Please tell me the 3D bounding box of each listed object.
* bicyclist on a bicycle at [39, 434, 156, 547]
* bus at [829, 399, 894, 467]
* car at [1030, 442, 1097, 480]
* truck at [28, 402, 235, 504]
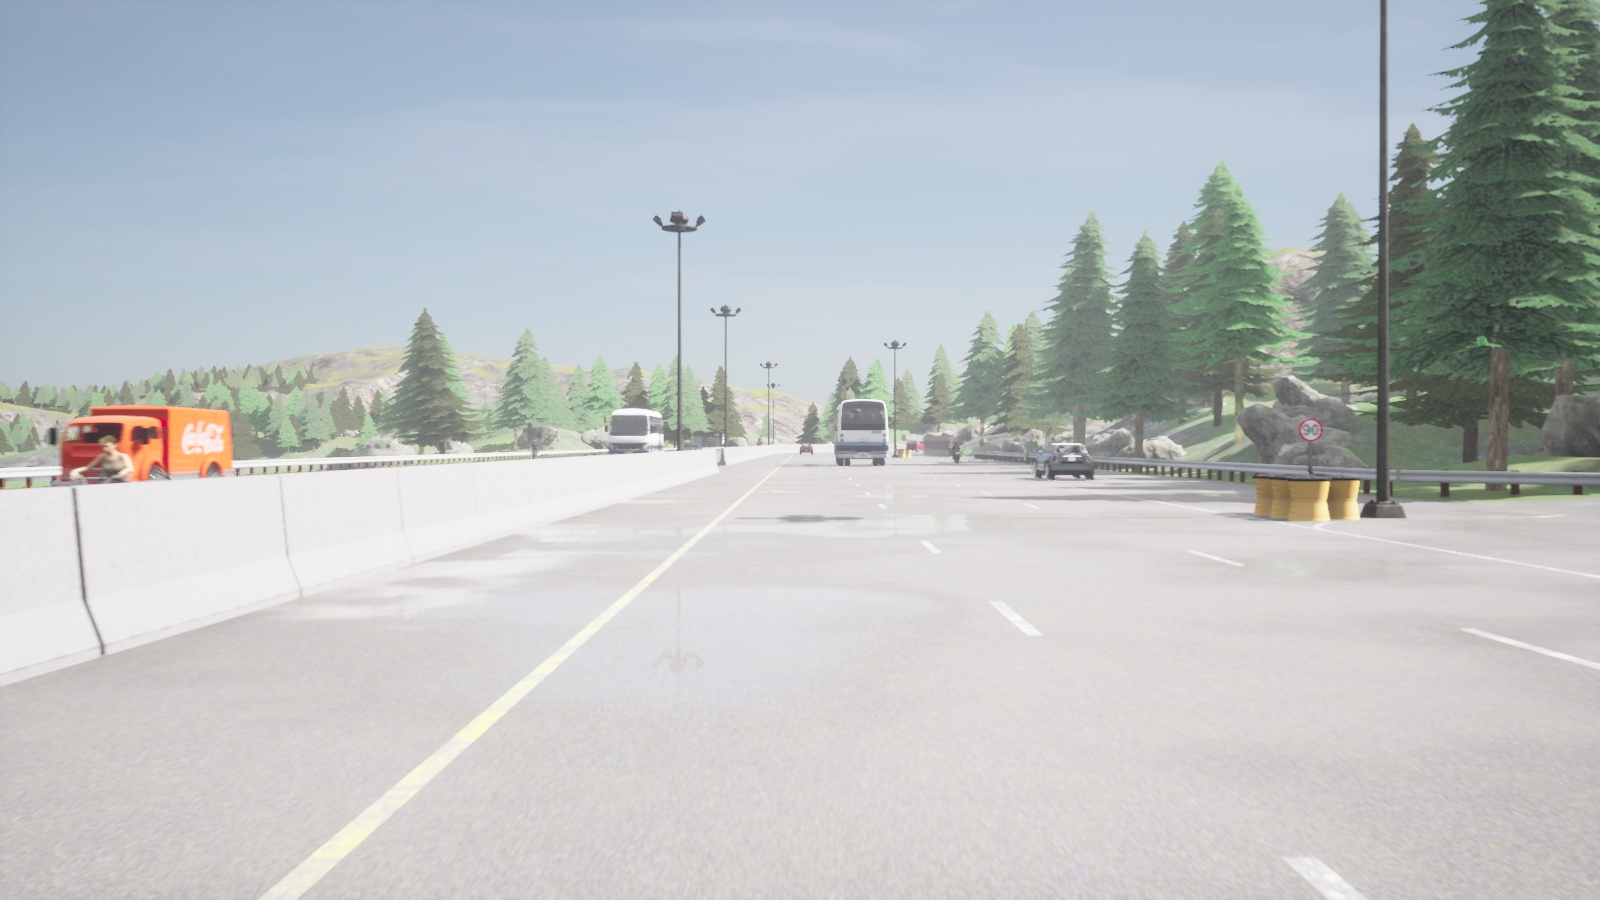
[{"bbox_3d":[-10.374,0.570,18.603,0.866,1.612,1.509,0,0,1],"label":"bicyclist on a bicycle"},{"bbox_3d":[4.003,-1.103,84.522,3.944,4.253,10.273,0,0,0],"label":"bus"},{"bbox_3d":[10.814,0.428,51.812,1.970,1.475,3.806,0,0,0],"label":"car"},{"bbox_3d":[-17.296,0.061,32.874,2.627,2.467,5.204,0,0,0],"label":"truck"}]
